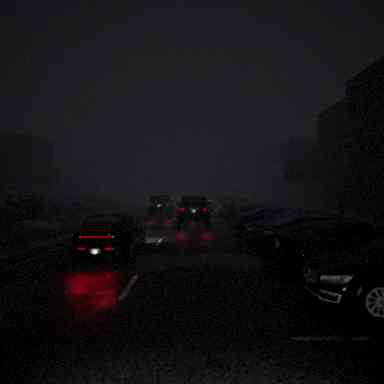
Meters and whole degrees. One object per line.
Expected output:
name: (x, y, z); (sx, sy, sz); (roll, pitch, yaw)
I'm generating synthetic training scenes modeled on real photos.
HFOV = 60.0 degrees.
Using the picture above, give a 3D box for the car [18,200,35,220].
car: (-15.651, 1.569, 26.481); (4.792, 1.488, 2.163); (0, 0, 0)

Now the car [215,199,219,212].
car: (4.690, 1.582, 28.832); (4.792, 1.488, 2.163); (0, 0, 0)

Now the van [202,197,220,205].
van: (4.857, 2.215, 84.392); (4.442, 1.987, 1.878); (0, -1, 0)

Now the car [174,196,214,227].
car: (0.109, 1.273, 23.171); (2.150, 2.045, 5.566); (0, 0, 0)

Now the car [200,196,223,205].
car: (4.707, 2.125, 81.494); (5.566, 2.045, 2.435); (0, -1, 0)

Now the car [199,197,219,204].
car: (4.785, 2.363, 92.728); (5.566, 2.045, 2.435); (0, -1, 0)

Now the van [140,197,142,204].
van: (-15.655, 2.216, 84.367); (4.442, 1.987, 1.878); (0, -1, 0)

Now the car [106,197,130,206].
car: (-15.719, 2.000, 70.578); (4.553, 1.767, 2.185); (0, -1, 0)

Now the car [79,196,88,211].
car: (-15.697, 1.611, 40.269); (5.008, 1.535, 2.097); (0, 0, 0)

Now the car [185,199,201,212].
car: (0.114, 1.688, 42.858); (2.033, 1.411, 5.357); (0, 0, 0)

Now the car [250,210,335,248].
car: (4.712, 1.539, 12.158); (4.674, 1.452, 2.002); (0, 0, 0)

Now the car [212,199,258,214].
car: (4.729, 1.591, 37.045); (4.892, 1.521, 2.231); (0, 0, 0)

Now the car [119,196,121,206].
car: (-15.762, 1.897, 59.549); (4.792, 1.488, 2.163); (0, -1, 0)

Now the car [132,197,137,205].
car: (-15.944, 2.253, 76.089); (5.366, 1.575, 1.946); (0, -1, 0)

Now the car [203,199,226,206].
car: (4.763, 2.147, 70.492); (4.792, 1.488, 2.163); (0, -1, 0)

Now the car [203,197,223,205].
car: (4.767, 2.125, 76.053); (4.553, 1.767, 2.185); (0, -1, 0)

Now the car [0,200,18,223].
car: (-15.671, 1.527, 23.725); (5.008, 1.535, 2.097); (0, 0, 0)

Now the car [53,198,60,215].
car: (-15.686, 1.606, 31.997); (4.674, 1.452, 2.002); (0, 0, 0)

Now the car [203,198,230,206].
car: (4.737, 1.978, 64.812); (5.008, 1.535, 2.097); (0, -1, 0)

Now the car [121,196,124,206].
car: (-15.768, 1.801, 62.310); (4.553, 1.767, 2.185); (0, -1, 0)

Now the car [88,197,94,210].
car: (-15.704, 1.671, 43.023); (4.674, 1.452, 2.002); (0, 0, 0)

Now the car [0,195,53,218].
car: (-15.713, 1.301, 29.241); (5.566, 2.045, 2.435); (0, 0, 0)

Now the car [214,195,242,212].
car: (4.693, 1.439, 31.604); (4.553, 1.767, 2.185); (0, 0, 0)

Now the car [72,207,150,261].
car: (-2.896, 1.524, 12.350); (1.837, 1.490, 4.892); (0, 0, 0)

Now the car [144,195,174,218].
car: (-2.890, 1.307, 31.841); (2.150, 2.045, 5.566); (0, 0, 0)

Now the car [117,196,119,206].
car: (-15.723, 1.809, 56.799); (5.008, 1.535, 2.097); (0, -1, 0)

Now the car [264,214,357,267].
car: (4.742, 1.522, 9.379); (4.792, 1.488, 2.163); (0, 0, 0)

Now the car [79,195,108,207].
car: (-15.687, 1.432, 48.536); (5.566, 2.045, 2.435); (0, -1, 0)

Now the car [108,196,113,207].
car: (-15.691, 1.466, 51.293); (5.566, 2.045, 2.435); (0, -1, 0)

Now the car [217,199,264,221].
car: (4.724, 1.541, 26.054); (5.008, 1.535, 2.097); (0, 0, 0)

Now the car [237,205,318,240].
car: (4.721, 1.506, 14.812); (4.892, 1.521, 2.231); (0, 0, 0)

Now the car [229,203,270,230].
car: (4.711, 1.512, 17.591); (5.008, 1.535, 2.097); (0, 0, 0)

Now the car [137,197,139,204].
car: (-15.949, 2.317, 78.848); (5.366, 1.575, 1.946); (0, -1, 0)

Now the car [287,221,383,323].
car: (4.719, 1.489, 6.599); (4.892, 1.521, 2.231); (0, 0, 0)

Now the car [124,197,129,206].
car: (-15.770, 1.742, 65.067); (5.566, 2.045, 2.435); (0, -1, 0)

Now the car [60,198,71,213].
car: (-15.723, 1.611, 34.754); (4.792, 1.488, 2.163); (0, 0, 0)

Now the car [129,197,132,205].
car: (-15.717, 1.808, 67.824); (5.566, 2.045, 2.435); (0, -1, 0)

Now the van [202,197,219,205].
van: (4.862, 2.272, 87.045); (4.442, 1.987, 1.878); (0, -1, 0)

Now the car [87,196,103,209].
car: (-15.525, 1.649, 45.781); (5.366, 1.575, 1.946); (0, 0, 0)

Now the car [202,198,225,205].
car: (4.729, 2.185, 73.272); (5.008, 1.535, 2.097); (0, -1, 0)

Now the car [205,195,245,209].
car: (4.698, 1.417, 48.280); (5.566, 2.045, 2.435); (0, -1, 0)

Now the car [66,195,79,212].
car: (-15.729, 1.471, 37.512); (4.553, 1.767, 2.185); (0, 0, 0)

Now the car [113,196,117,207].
car: (-15.696, 1.510, 54.046); (5.566, 2.045, 2.435); (0, -1, 0)
